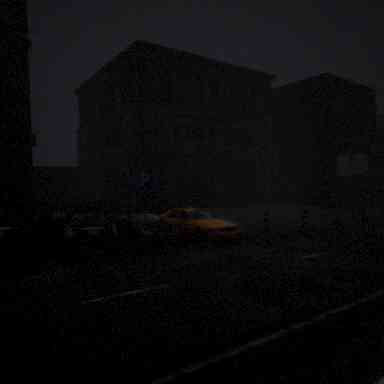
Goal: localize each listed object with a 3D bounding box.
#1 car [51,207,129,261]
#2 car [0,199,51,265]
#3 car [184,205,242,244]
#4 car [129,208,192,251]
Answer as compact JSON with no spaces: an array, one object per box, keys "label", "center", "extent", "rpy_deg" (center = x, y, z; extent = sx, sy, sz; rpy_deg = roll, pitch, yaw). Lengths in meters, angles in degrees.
[{"label":"car","center":[-4.490,1.337,12.648],"extent":[2.185,1.767,4.553],"rpy_deg":[-1,0,-36]},{"label":"car","center":[-6.751,1.239,11.070],"extent":[2.435,2.045,5.566],"rpy_deg":[-1,0,-36]},{"label":"car","center":[0.053,1.416,15.778],"extent":[1.946,1.575,5.366],"rpy_deg":[-1,0,-36]},{"label":"car","center":[-2.285,1.479,14.303],"extent":[2.002,1.452,4.674],"rpy_deg":[-1,0,-36]}]
